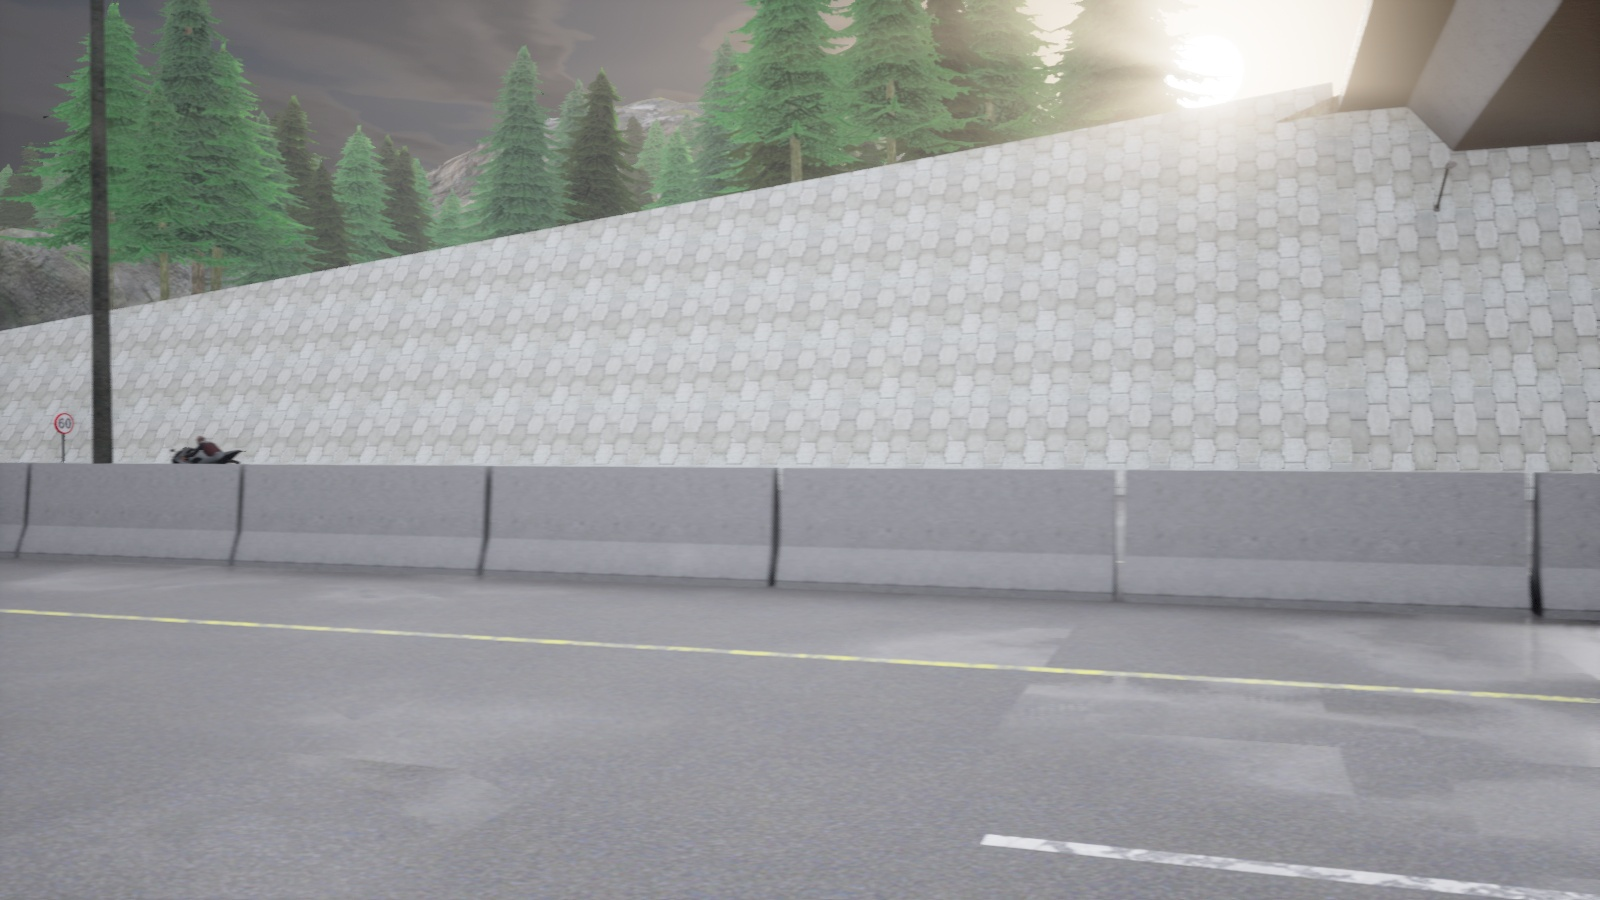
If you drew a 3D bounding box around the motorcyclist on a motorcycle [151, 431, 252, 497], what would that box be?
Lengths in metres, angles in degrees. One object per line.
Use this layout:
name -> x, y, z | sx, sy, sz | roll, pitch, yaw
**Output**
motorcyclist on a motorcycle -> -14.385, 0.324, 30.188 | 2.191, 1.530, 0.866 | 1, 1, 19
